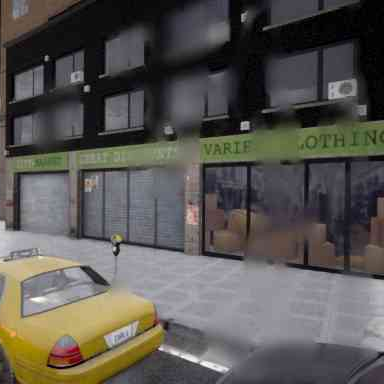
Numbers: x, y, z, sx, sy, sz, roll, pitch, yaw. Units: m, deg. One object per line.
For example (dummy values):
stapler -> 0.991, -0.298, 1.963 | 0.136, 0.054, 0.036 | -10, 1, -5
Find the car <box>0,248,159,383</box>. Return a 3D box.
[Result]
car -> -2.643, 1.524, 4.979 | 4.829, 1.417, 1.752 | 0, 1, 36

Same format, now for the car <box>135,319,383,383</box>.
car -> 2.039, 1.551, 1.632 | 4.403, 1.369, 2.008 | 0, 1, 36
